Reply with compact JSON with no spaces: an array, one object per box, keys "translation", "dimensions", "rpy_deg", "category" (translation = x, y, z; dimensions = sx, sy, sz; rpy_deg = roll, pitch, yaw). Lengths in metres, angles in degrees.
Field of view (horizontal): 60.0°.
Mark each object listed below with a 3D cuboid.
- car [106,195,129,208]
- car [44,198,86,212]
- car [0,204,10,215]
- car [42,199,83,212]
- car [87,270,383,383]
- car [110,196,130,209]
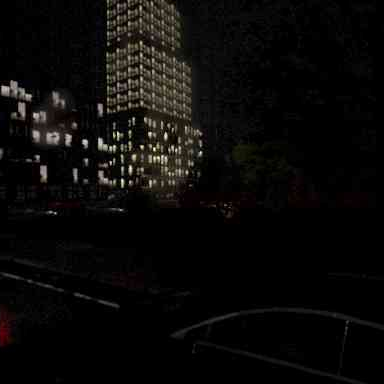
[{"translation":[-11.178,1.522,53.939],"dimensions":[2.150,2.045,5.566],"rpy_deg":[-1,-1,37],"category":"car"},{"translation":[-15.854,1.579,42.346],"dimensions":[2.097,1.767,4.553],"rpy_deg":[-1,-1,37],"category":"car"},{"translation":[-21.454,1.781,34.907],"dimensions":[1.994,1.385,4.181],"rpy_deg":[-1,-1,37],"category":"car"},{"translation":[-17.628,1.768,45.388],"dimensions":[1.882,1.535,5.008],"rpy_deg":[-1,-1,37],"category":"car"},{"translation":[1.111,1.495,2.895],"dimensions":[4.902,1.511,2.128],"rpy_deg":[0,0,35],"category":"car"},{"translation":[-9.674,1.763,50.530],"dimensions":[1.812,1.442,4.674],"rpy_deg":[-1,-1,37],"category":"car"}]
